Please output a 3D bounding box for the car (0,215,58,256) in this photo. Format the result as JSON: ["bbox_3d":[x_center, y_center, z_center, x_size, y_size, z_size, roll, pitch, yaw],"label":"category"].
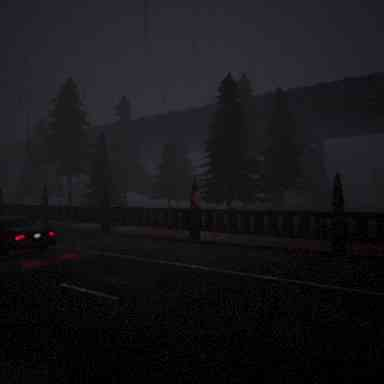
[{"bbox_3d":[-7.730,1.680,13.684,5.357,1.411,2.033,-1,0,36],"label":"car"}]
